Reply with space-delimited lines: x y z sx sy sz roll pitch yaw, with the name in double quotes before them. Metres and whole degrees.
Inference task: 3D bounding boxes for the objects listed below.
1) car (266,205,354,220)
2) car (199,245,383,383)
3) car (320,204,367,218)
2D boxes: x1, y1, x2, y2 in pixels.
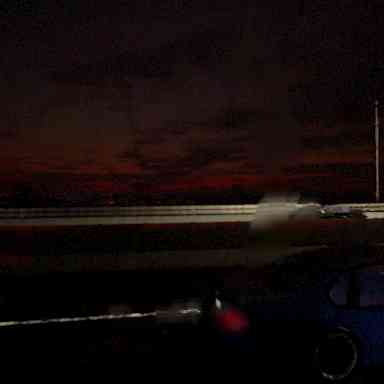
"car" 6.820 1.643 19.980 4.718 1.301 1.895 0 0 -9
"car" 2.830 1.551 4.939 5.357 1.411 2.033 0 0 -9
"car" 9.730 1.585 24.001 5.357 1.411 2.033 0 0 -9
